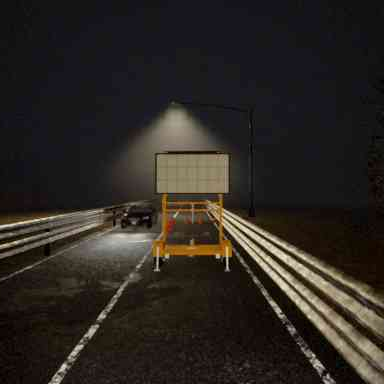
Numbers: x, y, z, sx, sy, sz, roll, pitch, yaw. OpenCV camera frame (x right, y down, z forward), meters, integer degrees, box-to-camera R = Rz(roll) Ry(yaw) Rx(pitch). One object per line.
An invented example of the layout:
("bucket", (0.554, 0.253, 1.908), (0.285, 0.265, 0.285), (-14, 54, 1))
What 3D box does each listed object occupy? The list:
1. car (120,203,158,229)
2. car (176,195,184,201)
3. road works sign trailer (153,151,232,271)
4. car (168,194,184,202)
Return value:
("car", (-3.330, 1.500, 21.549), (2.128, 1.511, 4.902), (0, 0, 0))
("car", (-3.169, 1.511, 86.891), (1.882, 1.535, 5.008), (0, 0, 0))
("road works sign trailer", (0.020, 0.468, 10.869), (2.380, 3.560, 2.880), (0, 0, 0))
("car", (-3.250, 1.245, 62.199), (2.150, 2.045, 5.566), (0, 0, 1))
